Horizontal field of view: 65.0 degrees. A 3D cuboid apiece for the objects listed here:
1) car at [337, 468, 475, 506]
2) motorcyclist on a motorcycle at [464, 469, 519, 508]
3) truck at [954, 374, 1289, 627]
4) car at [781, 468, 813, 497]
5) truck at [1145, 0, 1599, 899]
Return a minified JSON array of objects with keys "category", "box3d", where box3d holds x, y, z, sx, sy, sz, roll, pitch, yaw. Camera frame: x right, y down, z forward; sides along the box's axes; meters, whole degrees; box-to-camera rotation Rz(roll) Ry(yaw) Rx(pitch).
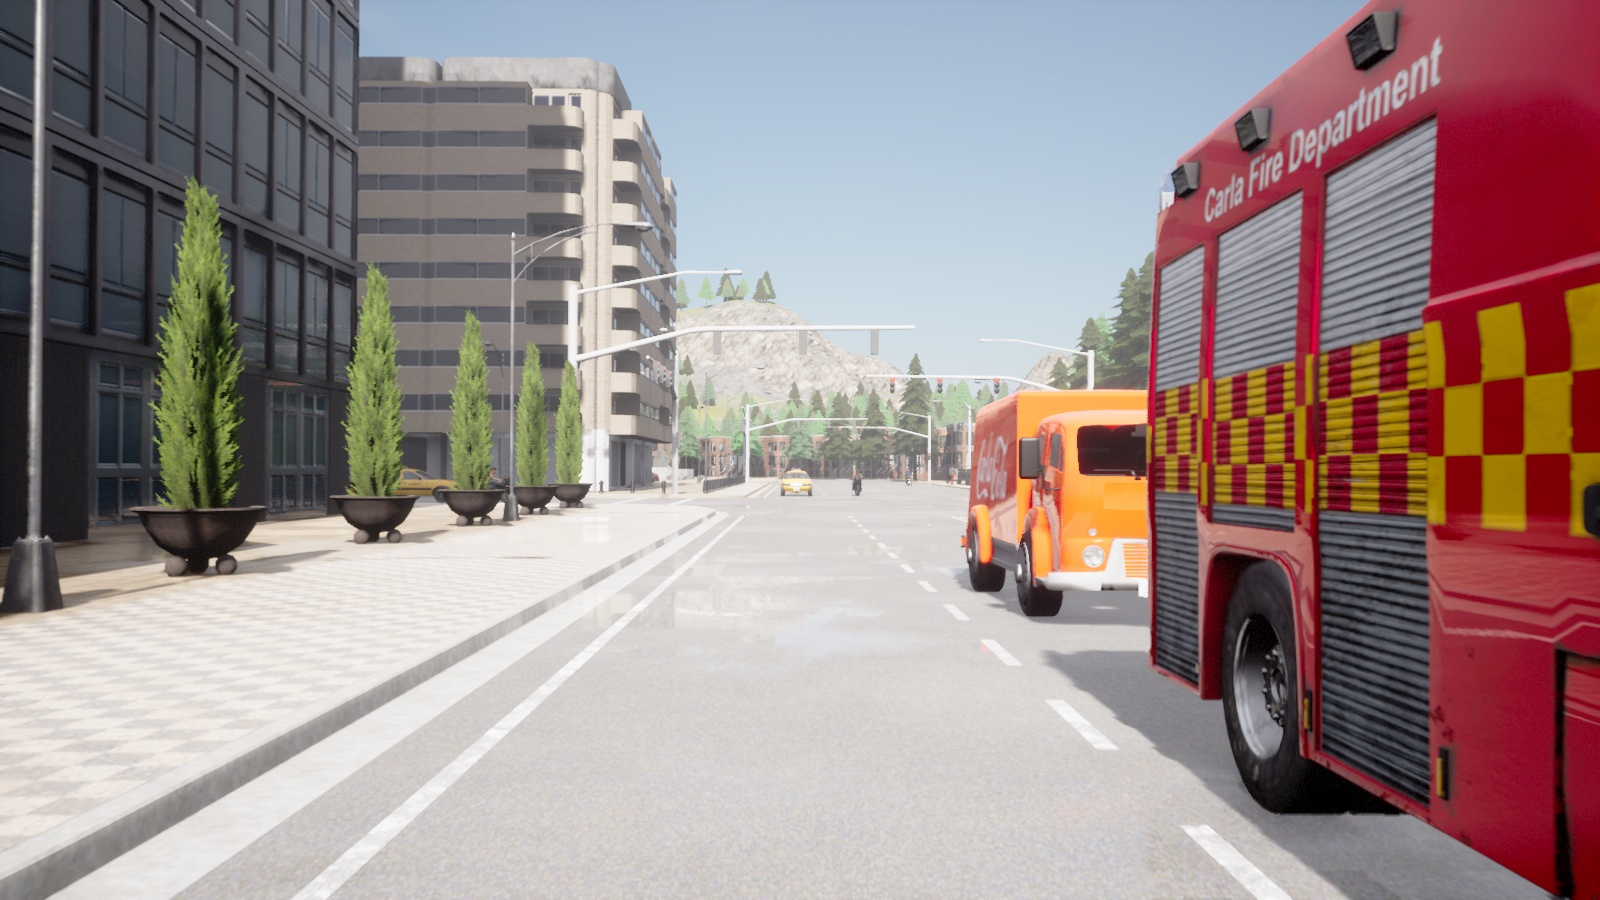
[{"category":"car","box3d":[-16.918,1.577,54.086,5.366,1.575,1.801,0,-1,0]},{"category":"motorcyclist on a motorcycle","box3d":[-12.412,1.550,50.573,2.044,1.523,0.797,0,-1,0]},{"category":"truck","box3d":[3.465,0.536,14.909,2.627,2.467,5.204,0,-1,0]},{"category":"car","box3d":[-0.182,1.849,72.948,1.801,1.575,5.366,0,-1,0]},{"category":"truck","box3d":[3.487,-0.319,3.108,2.891,3.827,8.468,0,-1,0]}]
